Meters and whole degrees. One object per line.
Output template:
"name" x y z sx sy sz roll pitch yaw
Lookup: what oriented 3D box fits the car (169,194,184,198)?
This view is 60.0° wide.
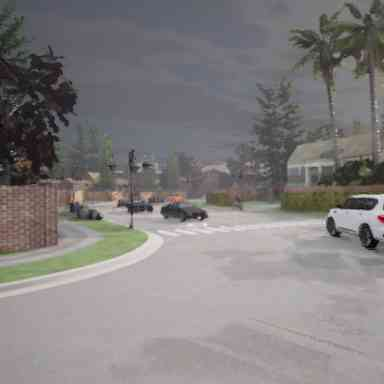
"car" -3.440 1.175 69.593 2.097 1.767 4.553 -1 0 26

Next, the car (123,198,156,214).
"car" -5.524 1.539 35.282 1.895 1.301 4.718 -1 0 -24

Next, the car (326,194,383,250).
"car" 7.598 1.109 13.961 2.150 2.045 5.566 0 0 2

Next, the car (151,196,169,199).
"car" -6.335 1.418 59.744 2.033 1.411 5.357 -1 0 11

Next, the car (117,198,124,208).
"car" -9.451 1.507 47.162 1.994 1.385 4.181 -1 0 -9

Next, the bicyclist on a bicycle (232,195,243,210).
"bicyclist on a bicycle" 5.086 1.153 37.178 1.656 1.620 0.582 -1 0 -29

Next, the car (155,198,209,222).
"car" -0.745 1.468 26.137 2.033 1.411 5.357 -1 0 -29
